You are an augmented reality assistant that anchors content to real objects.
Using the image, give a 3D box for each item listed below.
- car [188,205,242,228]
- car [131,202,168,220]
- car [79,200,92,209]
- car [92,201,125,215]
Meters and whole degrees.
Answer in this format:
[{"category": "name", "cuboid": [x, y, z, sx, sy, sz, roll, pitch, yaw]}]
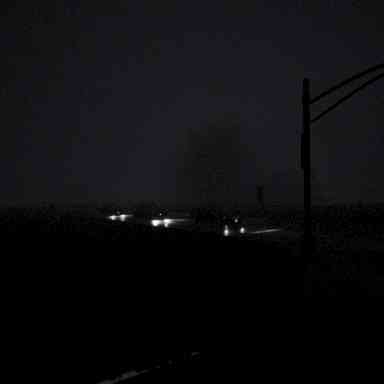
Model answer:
[{"category": "car", "cuboid": [1.642, 1.771, 25.114, 2.128, 1.511, 4.902, -1, 0, -36]}, {"category": "car", "cuboid": [-4.189, 1.981, 33.230, 1.994, 1.385, 4.181, -1, 0, -37]}, {"category": "car", "cuboid": [-19.069, 2.265, 60.325, 2.128, 1.511, 4.902, -1, 0, -36]}, {"category": "car", "cuboid": [-10.337, 2.110, 41.829, 2.033, 1.411, 5.357, -1, 0, -35]}]
